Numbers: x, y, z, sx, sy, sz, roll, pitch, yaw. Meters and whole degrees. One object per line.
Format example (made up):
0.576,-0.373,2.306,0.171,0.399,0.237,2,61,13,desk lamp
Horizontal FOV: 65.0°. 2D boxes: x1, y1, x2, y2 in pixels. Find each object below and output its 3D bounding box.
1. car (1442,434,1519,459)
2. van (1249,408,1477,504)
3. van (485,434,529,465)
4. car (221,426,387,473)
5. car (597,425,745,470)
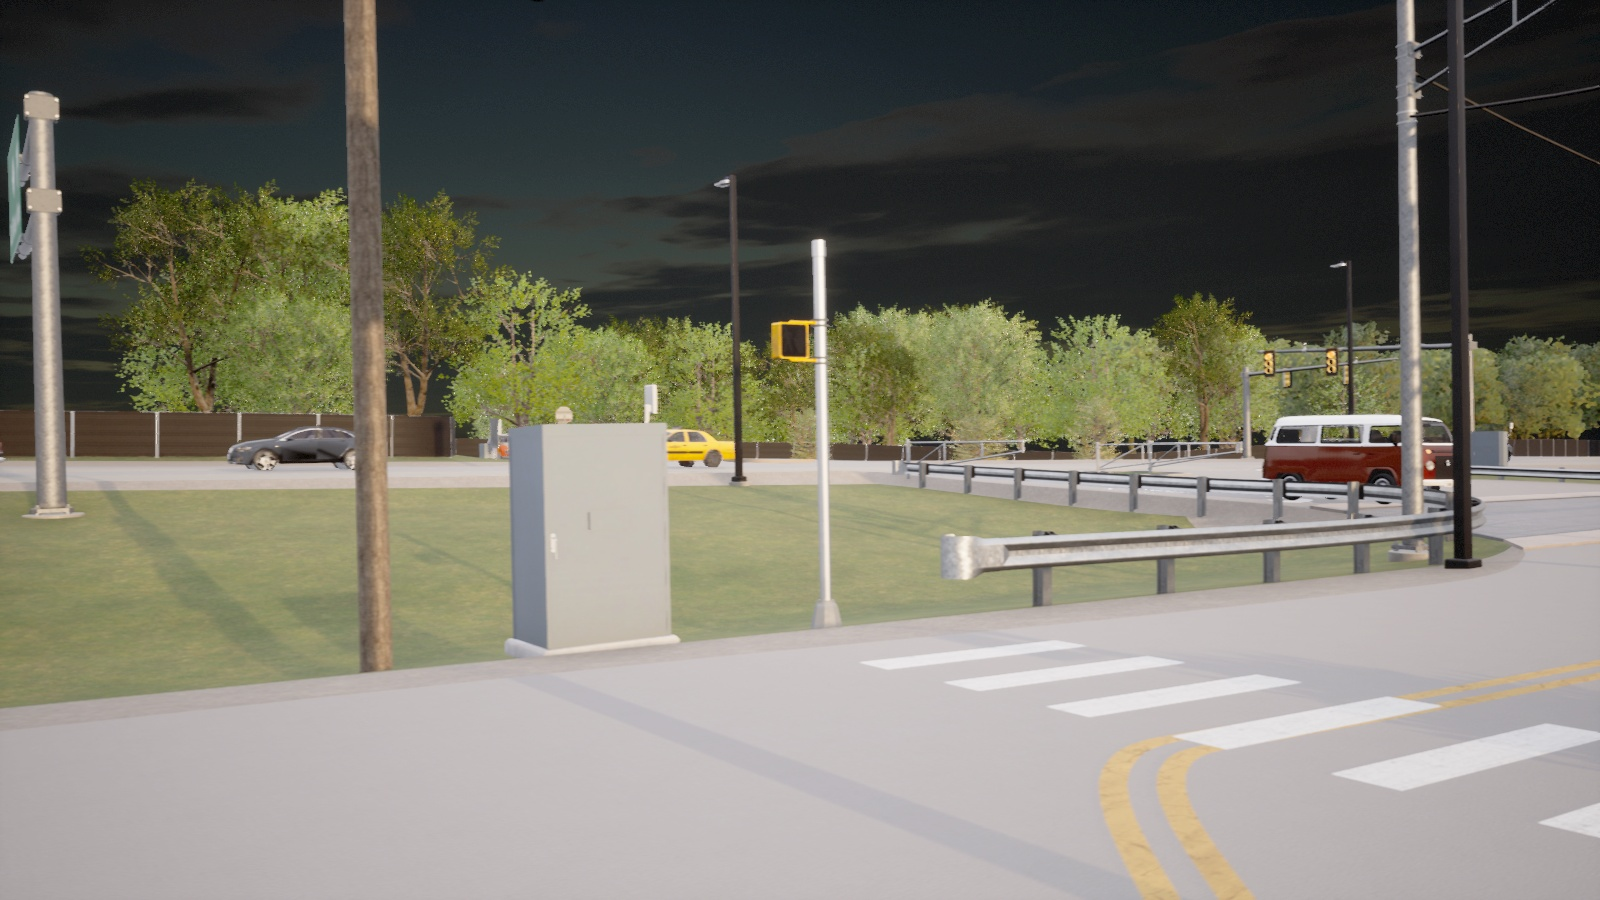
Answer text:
42.123,-0.191,77.741,4.902,1.511,2.128,0,0,-34,car
13.027,0.133,29.329,2.069,2.038,4.480,0,0,-30,van
-19.751,-0.020,84.571,1.775,1.987,4.442,-2,0,-27,van
-16.832,-0.011,42.656,4.902,1.511,2.128,0,0,-33,car
-4.711,-0.106,46.506,5.366,1.575,1.801,0,0,-42,car
